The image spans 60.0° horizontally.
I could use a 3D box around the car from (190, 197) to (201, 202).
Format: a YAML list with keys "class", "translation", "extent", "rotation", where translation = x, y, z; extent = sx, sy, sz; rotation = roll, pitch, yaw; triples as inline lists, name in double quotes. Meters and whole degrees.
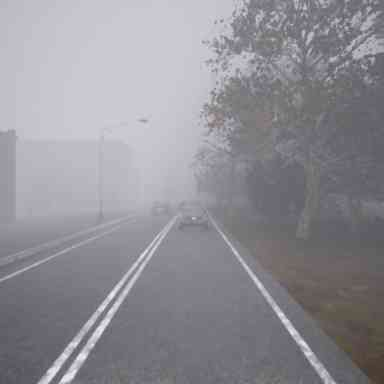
- class: "car"
  translation: [0.320, 1.759, 42.700]
  extent: [1.994, 1.385, 4.181]
  rotation: [0, 0, 1]

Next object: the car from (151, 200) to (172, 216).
- class: "car"
  translation: [-3.160, 1.650, 34.952]
  extent: [2.128, 1.511, 4.902]
  rotation: [0, 0, 1]

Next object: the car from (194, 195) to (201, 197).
- class: "car"
  translation: [1.433, 1.626, 88.418]
  extent: [1.882, 1.535, 5.008]
  rotation: [0, 0, 2]

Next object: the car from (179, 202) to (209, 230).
- class: "car"
  translation: [0.121, 1.621, 21.812]
  extent: [2.033, 1.411, 5.357]
  rotation: [0, 0, 0]
